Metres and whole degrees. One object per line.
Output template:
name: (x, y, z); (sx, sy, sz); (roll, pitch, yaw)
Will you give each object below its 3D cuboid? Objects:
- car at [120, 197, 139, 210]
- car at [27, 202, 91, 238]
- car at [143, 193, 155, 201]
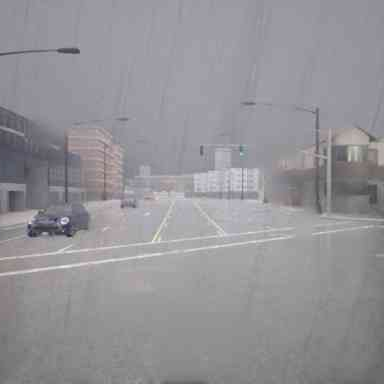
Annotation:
car: (-7.876, 1.417, 42.286); (1.812, 1.442, 4.674); (0, 1, -2)
car: (-7.028, 1.392, 18.000); (2.097, 1.767, 4.553); (0, 0, -2)
car: (-8.754, 0.894, 67.383); (2.097, 1.767, 4.553); (0, 0, -2)
